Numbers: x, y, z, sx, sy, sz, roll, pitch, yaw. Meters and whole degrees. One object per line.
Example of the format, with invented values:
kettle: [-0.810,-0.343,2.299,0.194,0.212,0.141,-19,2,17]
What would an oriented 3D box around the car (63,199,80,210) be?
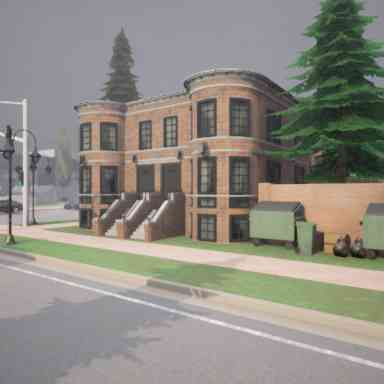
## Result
car: [-13.994,1.555,41.851,1.994,1.385,4.181,0,0,32]

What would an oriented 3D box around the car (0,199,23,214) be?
car: [-19.580,1.496,33.504,1.837,1.490,4.892,0,0,35]
